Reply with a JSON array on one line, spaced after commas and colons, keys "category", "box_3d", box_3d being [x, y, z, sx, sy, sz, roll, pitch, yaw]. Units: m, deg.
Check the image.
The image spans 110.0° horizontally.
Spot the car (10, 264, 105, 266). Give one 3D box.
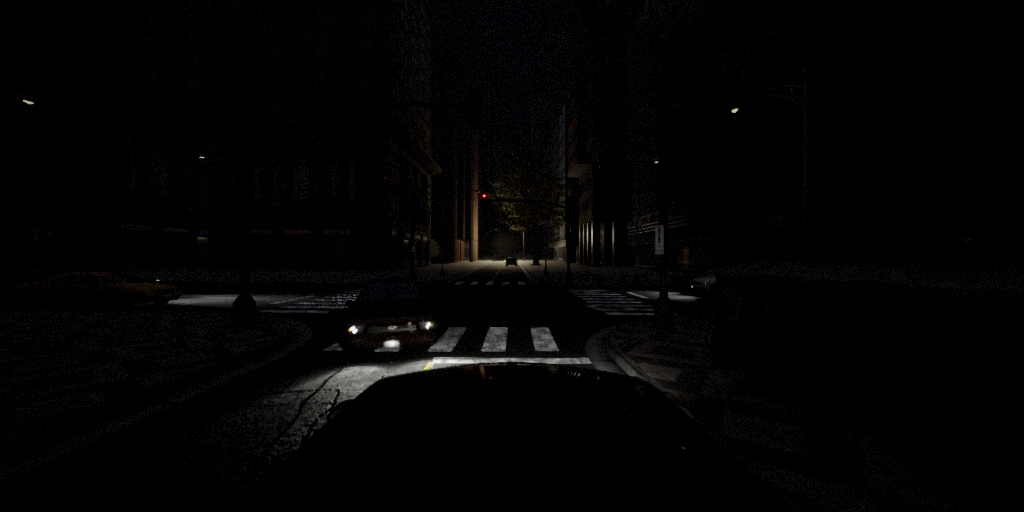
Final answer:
[{"category": "car", "box_3d": [-18.450, 1.188, 15.785, 4.718, 1.301, 1.895, 1, 0, 0]}]

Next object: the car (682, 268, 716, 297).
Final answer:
[{"category": "car", "box_3d": [11.880, 1.357, 18.923, 4.674, 1.442, 1.812, 0, 0, 2]}]

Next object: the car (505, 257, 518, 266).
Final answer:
[{"category": "car", "box_3d": [-0.094, 0.941, 63.161, 2.128, 1.511, 4.902, 0, 1, 0]}]

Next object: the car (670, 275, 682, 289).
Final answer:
[{"category": "car", "box_3d": [11.864, 1.381, 21.569, 4.403, 1.370, 2.007, 0, 0, 0]}]

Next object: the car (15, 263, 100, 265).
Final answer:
[{"category": "car", "box_3d": [-26.370, 1.065, 21.671, 4.313, 1.339, 1.948, 0, 0, 0]}]

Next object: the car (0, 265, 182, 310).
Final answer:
[{"category": "car", "box_3d": [-14.972, 1.146, 13.115, 4.829, 1.417, 1.751, 0, 0, 0]}]

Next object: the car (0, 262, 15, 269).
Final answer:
[{"category": "car", "box_3d": [-31.988, 0.974, 21.685, 4.507, 1.381, 1.888, 0, 0, 0]}]

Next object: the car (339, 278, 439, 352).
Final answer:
[{"category": "car", "box_3d": [-3.113, 1.298, 9.387, 2.033, 1.411, 5.357, 0, 0, -18]}]
